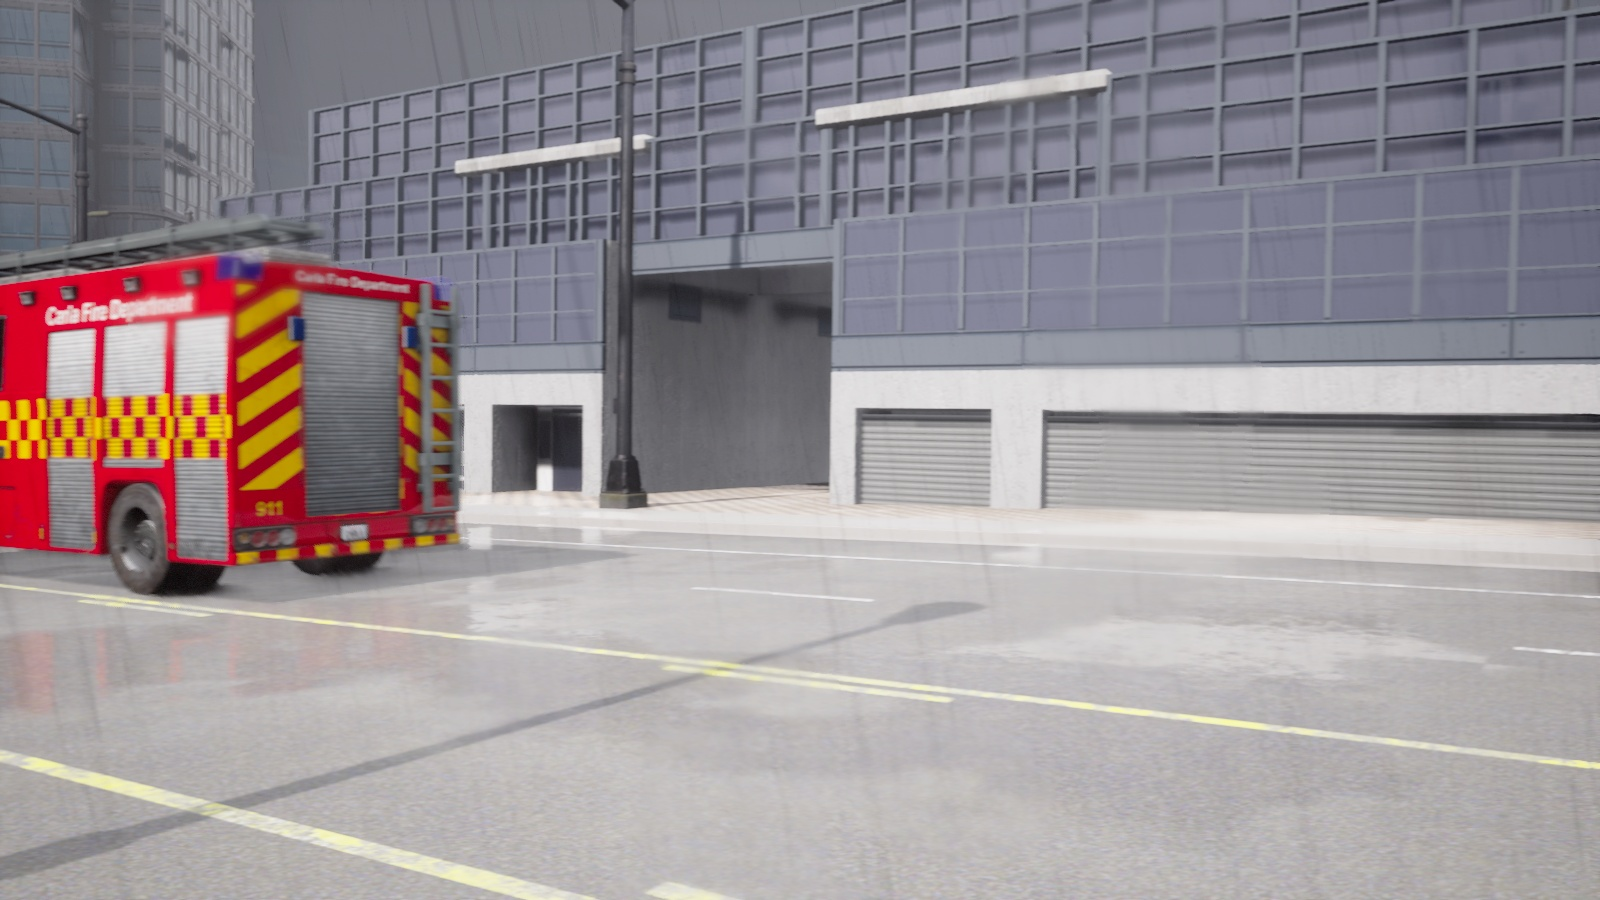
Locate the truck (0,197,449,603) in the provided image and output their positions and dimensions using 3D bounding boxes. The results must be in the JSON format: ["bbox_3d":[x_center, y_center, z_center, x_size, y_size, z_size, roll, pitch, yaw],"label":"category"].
[{"bbox_3d":[-8.349,-0.506,15.318,8.468,3.827,2.891,0,1,32],"label":"truck"}]
